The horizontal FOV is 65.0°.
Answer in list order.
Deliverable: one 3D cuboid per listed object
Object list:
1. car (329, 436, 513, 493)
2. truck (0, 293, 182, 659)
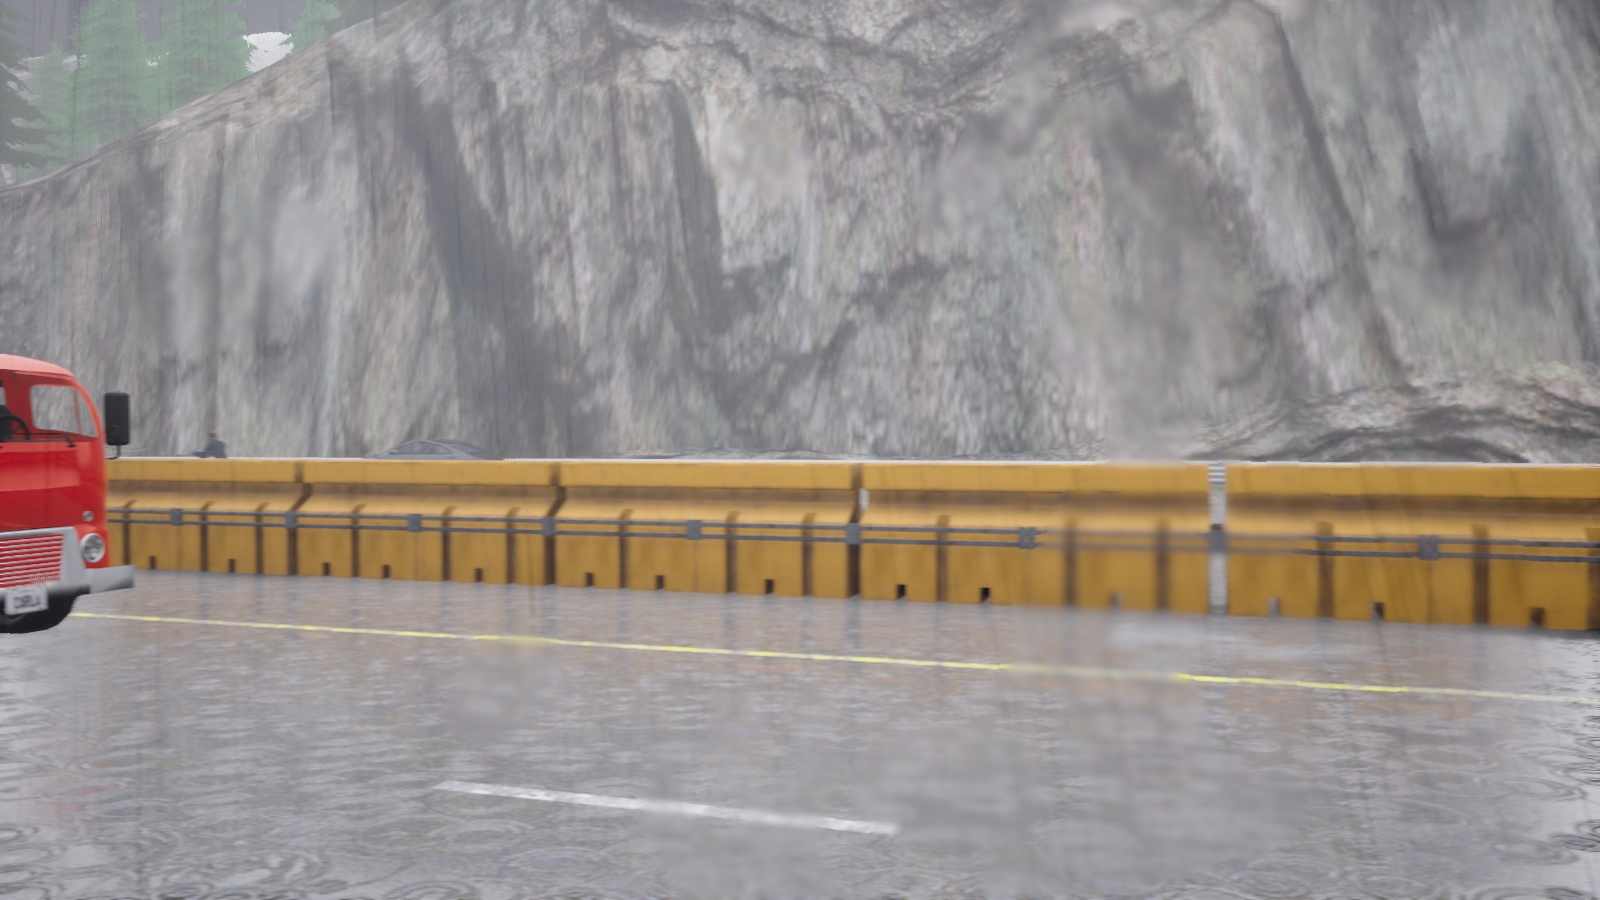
[{"bbox_3d":[-9.788,0.334,32.483,4.181,1.385,1.994,1,1,19],"label":"car"},{"bbox_3d":[-7.778,0.162,9.532,5.204,2.467,2.627,0,1,19],"label":"truck"}]
